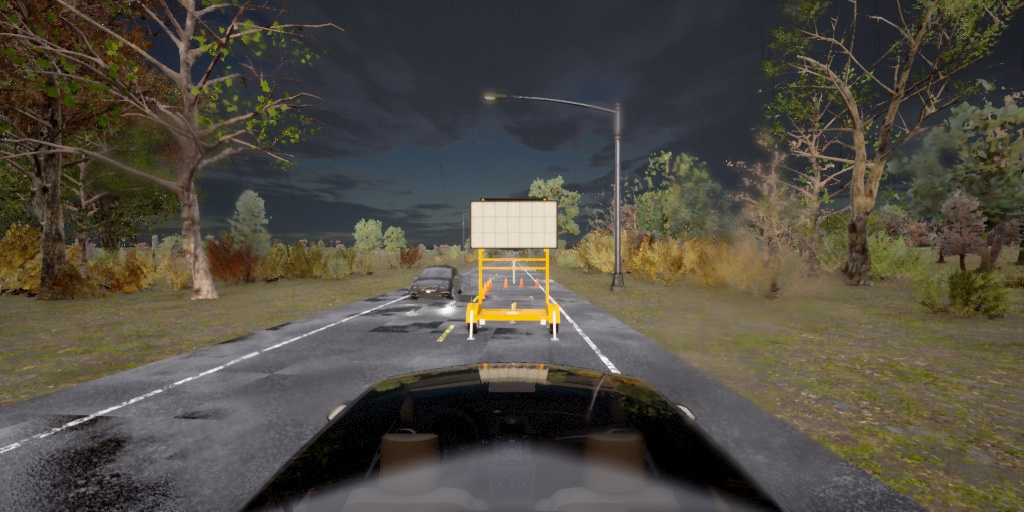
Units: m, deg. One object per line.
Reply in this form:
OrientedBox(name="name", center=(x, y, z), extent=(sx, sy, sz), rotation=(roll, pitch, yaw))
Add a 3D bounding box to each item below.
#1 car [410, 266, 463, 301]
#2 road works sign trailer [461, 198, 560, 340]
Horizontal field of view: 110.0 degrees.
OrientedBox(name="car", center=(-3.524, 1.249, 17.516), extent=(1.837, 1.490, 4.892), rotation=(0, 0, 0))
OrientedBox(name="road works sign trailer", center=(0.055, 0.211, 9.930), extent=(2.380, 3.560, 2.880), rotation=(0, 0, 2))
